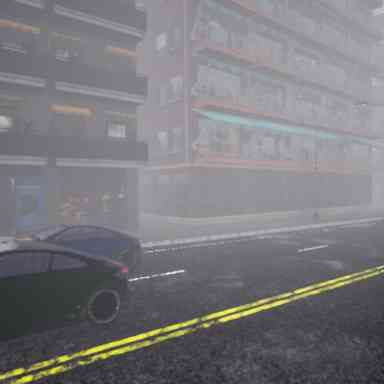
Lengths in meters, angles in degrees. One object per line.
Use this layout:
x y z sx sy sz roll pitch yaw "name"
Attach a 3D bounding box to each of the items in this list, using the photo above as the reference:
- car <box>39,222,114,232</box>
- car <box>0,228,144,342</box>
-3.461 1.561 9.236 4.181 1.385 1.994 0 0 -36 "car"
-3.126 1.566 5.475 4.181 1.385 1.994 0 0 -36 "car"
